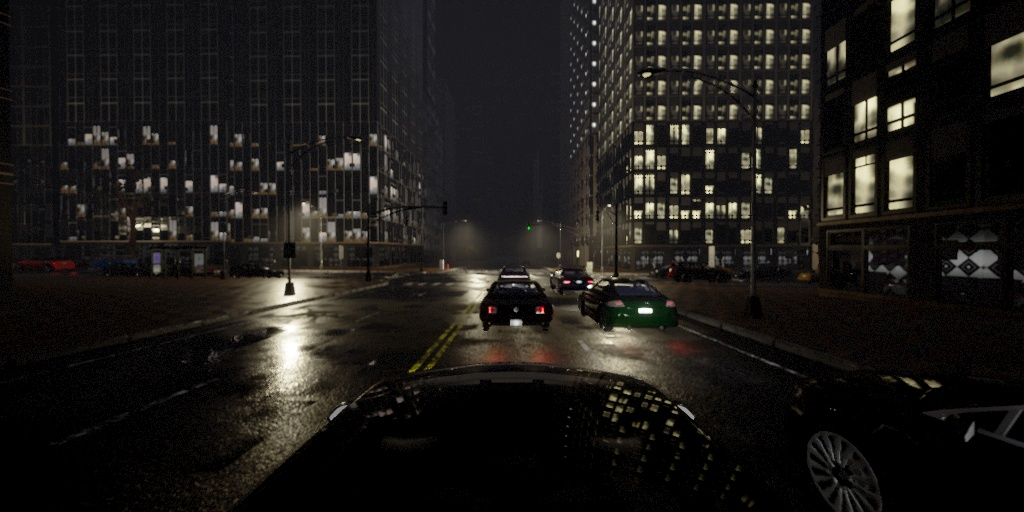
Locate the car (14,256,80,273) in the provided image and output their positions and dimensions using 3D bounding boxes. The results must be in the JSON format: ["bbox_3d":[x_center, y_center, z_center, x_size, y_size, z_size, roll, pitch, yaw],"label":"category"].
[{"bbox_3d":[-49.998,0.804,38.398,4.553,1.767,2.097,1,1,1],"label":"car"}]

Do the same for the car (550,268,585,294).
[{"bbox_3d":[3.384,1.388,20.895,2.033,1.411,5.357,0,0,-1],"label":"car"}]

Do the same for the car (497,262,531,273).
[{"bbox_3d":[0.126,1.337,21.798,2.128,1.511,4.902,0,0,0],"label":"car"}]

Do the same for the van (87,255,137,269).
[{"bbox_3d":[-45.234,0.808,40.896,3.998,1.789,1.690,0,0,1],"label":"van"}]

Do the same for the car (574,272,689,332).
[{"bbox_3d":[3.366,1.359,11.078,1.994,1.385,4.181,0,0,0],"label":"car"}]

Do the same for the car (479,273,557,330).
[{"bbox_3d":[0.112,1.396,11.226,1.895,1.301,4.718,0,0,0],"label":"car"}]

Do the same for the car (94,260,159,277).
[{"bbox_3d":[-34.055,1.227,32.218,4.313,1.339,1.948,0,0,1],"label":"car"}]

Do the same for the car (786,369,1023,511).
[{"bbox_3d":[3.340,1.240,1.195,2.128,1.511,4.902,0,0,0],"label":"car"}]

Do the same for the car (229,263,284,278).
[{"bbox_3d":[-22.691,1.330,31.894,4.313,1.339,1.948,0,0,1],"label":"car"}]

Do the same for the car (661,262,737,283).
[{"bbox_3d":[16.233,1.423,31.309,5.009,1.841,2.192,0,0,1],"label":"car"}]

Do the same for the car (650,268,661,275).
[{"bbox_3d":[16.491,1.611,37.087,4.181,1.385,1.994,0,1,1],"label":"car"}]

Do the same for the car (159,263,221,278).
[{"bbox_3d":[-28.375,1.295,32.036,4.207,1.307,1.802,0,0,1],"label":"car"}]

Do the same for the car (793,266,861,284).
[{"bbox_3d":[27.681,1.732,31.095,4.829,1.417,1.751,0,0,1],"label":"car"}]

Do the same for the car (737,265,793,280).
[{"bbox_3d":[25.772,1.675,36.909,5.357,1.411,2.033,0,1,1],"label":"car"}]
